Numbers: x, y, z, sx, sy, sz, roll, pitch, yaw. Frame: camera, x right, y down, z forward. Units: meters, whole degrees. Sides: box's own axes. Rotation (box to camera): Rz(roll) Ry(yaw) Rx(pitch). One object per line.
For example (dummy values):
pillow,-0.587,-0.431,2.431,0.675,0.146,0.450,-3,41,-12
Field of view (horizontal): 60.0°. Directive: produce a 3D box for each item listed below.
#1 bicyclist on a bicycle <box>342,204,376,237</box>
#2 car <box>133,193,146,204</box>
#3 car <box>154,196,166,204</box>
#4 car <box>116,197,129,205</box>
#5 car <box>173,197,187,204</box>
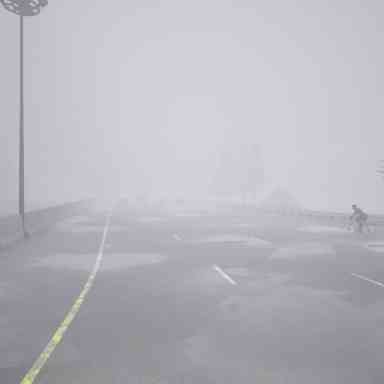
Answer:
bicyclist on a bicycle,8.379,1.455,16.800,0.582,1.620,1.656,0,-2,-41
car,-10.336,1.221,65.878,2.150,2.045,5.566,0,0,-13
car,-6.005,1.547,62.673,2.033,1.411,5.357,0,0,-12
car,-12.291,1.547,58.907,2.033,1.411,5.357,0,0,-15
car,-2.258,1.547,62.003,2.033,1.411,5.357,0,0,-12
